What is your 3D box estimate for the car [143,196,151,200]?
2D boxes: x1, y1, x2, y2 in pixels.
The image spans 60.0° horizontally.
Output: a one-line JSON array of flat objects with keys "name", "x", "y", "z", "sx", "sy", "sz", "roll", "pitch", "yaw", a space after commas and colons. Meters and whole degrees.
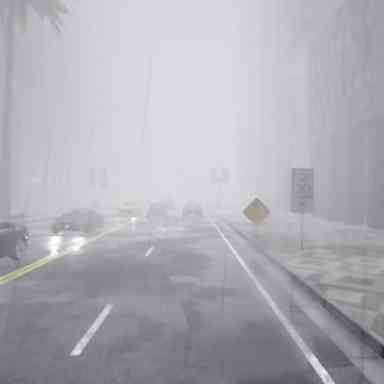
[{"name": "car", "x": -9.782, "y": 1.841, "z": 71.023, "sx": 2.097, "sy": 1.767, "sz": 4.553, "roll": 0, "pitch": -1, "yaw": 0}]

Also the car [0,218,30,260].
[{"name": "car", "x": -6.600, "y": 1.517, "z": 9.703, "sx": 2.128, "sy": 1.511, "sz": 4.902, "roll": 0, "pitch": 0, "yaw": 0}]

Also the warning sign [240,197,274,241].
[{"name": "warning sign", "x": 2.852, "y": 1.159, "z": 14.730, "sx": 1.300, "sy": 1.860, "sz": 1.060, "roll": 1, "pitch": 0, "yaw": 0}]

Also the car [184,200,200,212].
[{"name": "car", "x": 0.015, "y": 1.802, "z": 43.903, "sx": 2.033, "sy": 1.411, "sz": 5.357, "roll": 0, "pitch": 0, "yaw": 1}]

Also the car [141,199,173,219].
[{"name": "car", "x": -3.164, "y": 1.695, "z": 31.128, "sx": 2.033, "sy": 1.411, "sz": 5.357, "roll": 0, "pitch": 0, "yaw": -1}]

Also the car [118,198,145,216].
[{"name": "car", "x": -6.517, "y": 1.678, "z": 35.313, "sx": 1.882, "sy": 1.535, "sz": 5.008, "roll": 0, "pitch": 0, "yaw": 0}]

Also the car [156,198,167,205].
[{"name": "car", "x": -6.532, "y": 1.963, "z": 70.992, "sx": 1.882, "sy": 1.535, "sz": 5.008, "roll": 0, "pitch": -1, "yaw": 0}]

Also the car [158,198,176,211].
[{"name": "car", "x": -3.196, "y": 1.607, "z": 44.151, "sx": 2.097, "sy": 1.767, "sz": 4.553, "roll": 0, "pitch": -1, "yaw": 0}]

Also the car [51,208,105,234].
[{"name": "car", "x": -6.587, "y": 1.634, "z": 19.589, "sx": 1.994, "sy": 1.385, "sz": 4.181, "roll": 0, "pitch": 0, "yaw": 1}]

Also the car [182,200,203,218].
[{"name": "car", "x": 0.043, "y": 1.750, "z": 31.501, "sx": 1.895, "sy": 1.301, "sz": 4.718, "roll": 0, "pitch": 0, "yaw": 0}]
